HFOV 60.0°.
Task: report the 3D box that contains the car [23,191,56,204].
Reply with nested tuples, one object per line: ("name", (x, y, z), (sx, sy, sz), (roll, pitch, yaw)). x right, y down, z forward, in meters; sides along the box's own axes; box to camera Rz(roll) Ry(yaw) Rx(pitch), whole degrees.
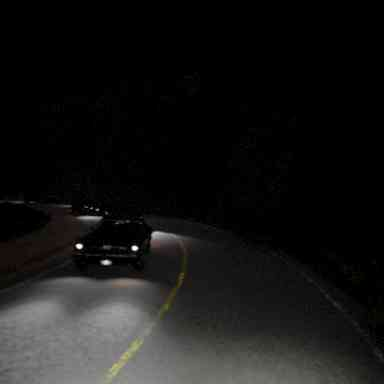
("car", (-20.482, 0.621, 44.618), (4.553, 1.767, 2.097), (2, 0, 27))

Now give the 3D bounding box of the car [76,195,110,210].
("car", (-11.330, 1.142, 37.886), (1.837, 1.490, 4.892), (3, 0, -41))

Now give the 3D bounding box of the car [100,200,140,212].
("car", (-4.266, 1.445, 20.672), (1.994, 1.385, 4.181), (3, 0, -23))

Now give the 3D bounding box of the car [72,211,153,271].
("car", (-2.344, 1.531, 10.873), (1.895, 1.301, 4.718), (2, 0, -3))

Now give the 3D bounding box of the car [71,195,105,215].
("car", (-9.286, 1.201, 29.646), (1.837, 1.490, 4.892), (3, 0, -36))
